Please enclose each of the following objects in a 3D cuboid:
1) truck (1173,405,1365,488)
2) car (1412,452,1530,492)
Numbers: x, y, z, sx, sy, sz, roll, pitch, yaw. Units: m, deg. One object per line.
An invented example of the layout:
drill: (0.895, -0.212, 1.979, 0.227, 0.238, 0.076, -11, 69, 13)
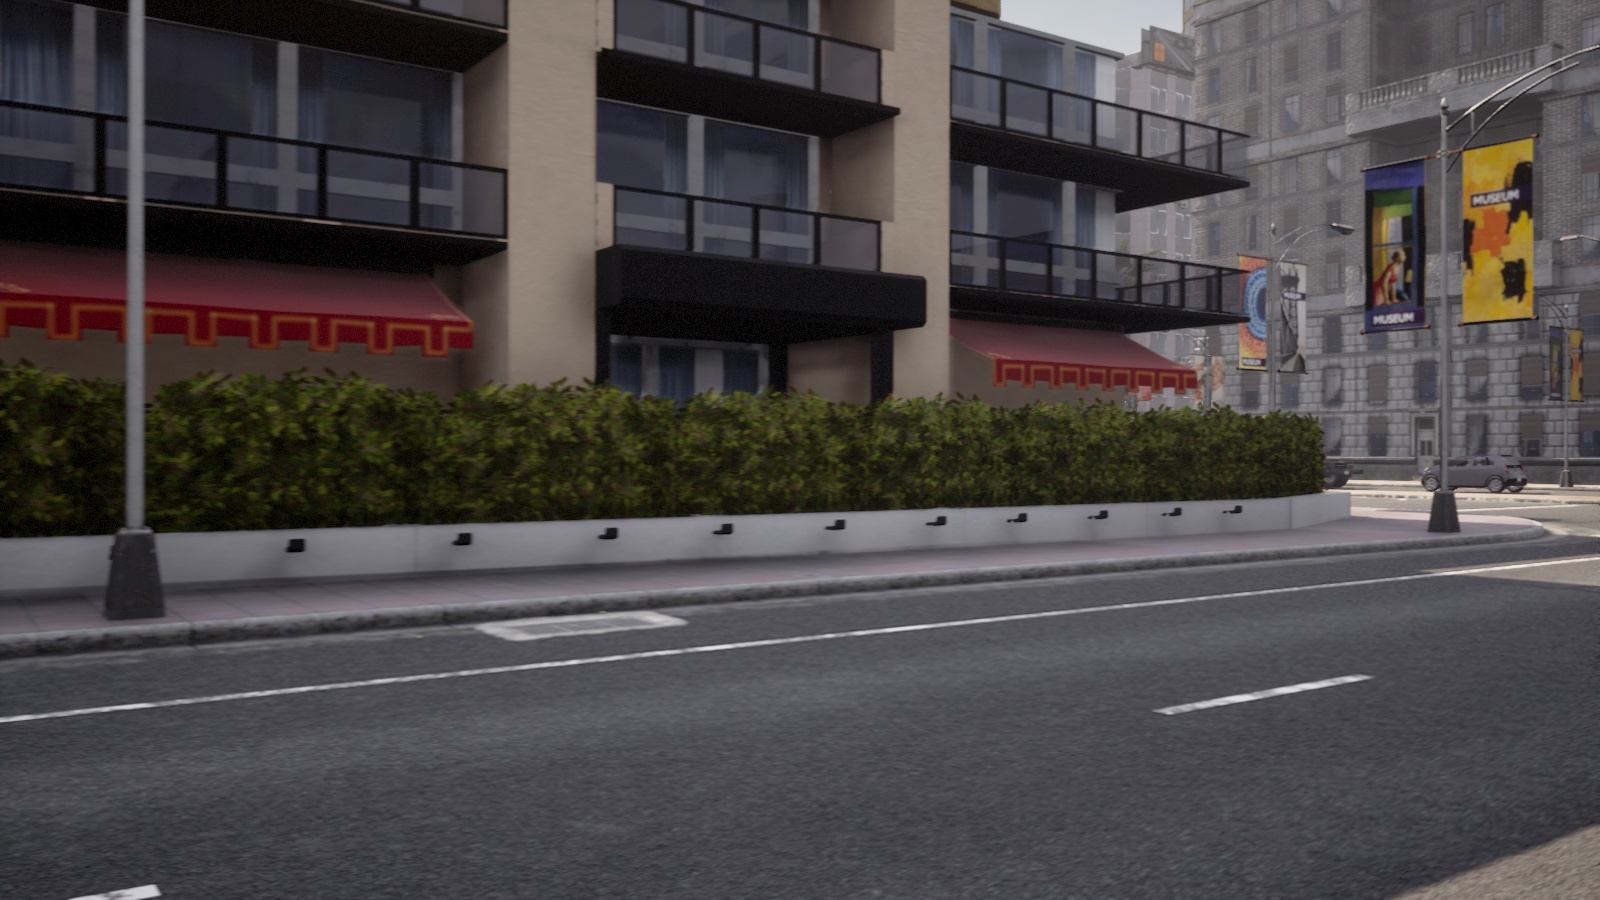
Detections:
truck: (21.020, -0.142, 56.788, 2.891, 3.462, 7.936, 0, 0, -35)
car: (26.251, 0.824, 49.183, 1.845, 1.501, 3.633, 0, 0, -35)
